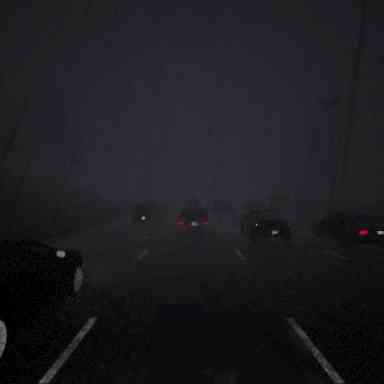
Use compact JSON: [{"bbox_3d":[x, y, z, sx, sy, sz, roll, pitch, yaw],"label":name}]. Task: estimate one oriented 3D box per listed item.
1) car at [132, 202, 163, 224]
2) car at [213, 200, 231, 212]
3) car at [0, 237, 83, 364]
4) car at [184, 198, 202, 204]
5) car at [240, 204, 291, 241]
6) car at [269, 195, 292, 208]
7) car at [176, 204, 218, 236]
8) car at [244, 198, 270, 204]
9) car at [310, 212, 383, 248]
[{"bbox_3d":[-3.410,1.573,25.796,1.837,1.490,4.892,0,0,0],"label":"car"},{"bbox_3d":[3.580,1.651,39.740,2.033,1.411,5.357,0,0,0],"label":"car"},{"bbox_3d":[-3.402,1.492,5.609,1.882,1.535,5.008,0,0,0],"label":"car"},{"bbox_3d":[0.077,1.454,39.512,2.097,1.767,4.553,0,0,0],"label":"car"},{"bbox_3d":[3.594,1.569,16.738,1.812,1.442,4.674,0,0,0],"label":"car"},{"bbox_3d":[10.578,1.329,40.959,2.150,2.045,5.566,0,0,0],"label":"car"},{"bbox_3d":[0.092,1.596,18.529,2.033,1.411,5.357,0,0,0],"label":"car"},{"bbox_3d":[7.084,1.605,37.918,1.837,1.490,4.892,0,0,0],"label":"car"},{"bbox_3d":[7.095,1.587,15.025,2.033,1.411,5.357,0,0,0],"label":"car"}]
